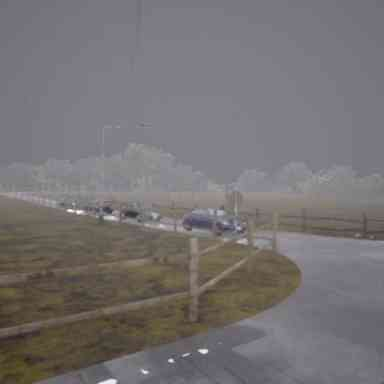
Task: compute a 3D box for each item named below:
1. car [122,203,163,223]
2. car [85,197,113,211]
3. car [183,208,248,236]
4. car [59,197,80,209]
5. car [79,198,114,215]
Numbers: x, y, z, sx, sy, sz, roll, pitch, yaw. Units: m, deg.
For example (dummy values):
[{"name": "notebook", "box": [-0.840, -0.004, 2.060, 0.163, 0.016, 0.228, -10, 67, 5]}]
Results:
[{"name": "car", "box": [-4.159, 1.626, 27.016, 2.128, 1.511, 4.902, 2, -1, -35]}, {"name": "car", "box": [-12.097, 1.533, 43.095, 1.837, 1.490, 4.892, 2, 0, -36]}, {"name": "car", "box": [1.204, 1.661, 19.514, 1.812, 1.442, 4.674, 2, -1, -34]}, {"name": "car", "box": [-15.864, 1.384, 43.352, 2.128, 1.511, 4.902, 2, 0, -35]}, {"name": "car", "box": [-9.939, 1.657, 35.048, 1.895, 1.301, 4.718, 2, -1, -36]}]
